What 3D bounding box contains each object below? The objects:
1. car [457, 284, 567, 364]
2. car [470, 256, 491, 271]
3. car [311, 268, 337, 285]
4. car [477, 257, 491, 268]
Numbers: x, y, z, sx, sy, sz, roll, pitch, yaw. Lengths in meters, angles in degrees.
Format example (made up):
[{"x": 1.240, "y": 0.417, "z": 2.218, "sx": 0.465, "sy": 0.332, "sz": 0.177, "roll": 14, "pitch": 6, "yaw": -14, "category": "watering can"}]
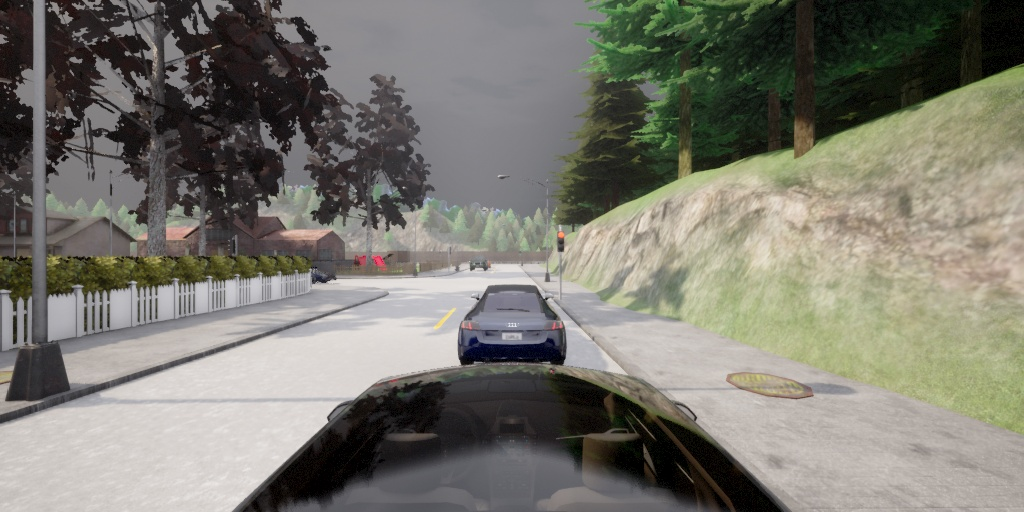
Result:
[{"x": 0.005, "y": 1.314, "z": 8.002, "sx": 1.994, "sy": 1.385, "sz": 4.181, "roll": 0, "pitch": 0, "yaw": 0, "category": "car"}, {"x": -4.529, "y": 0.972, "z": 49.488, "sx": 2.150, "sy": 2.045, "sz": 5.566, "roll": 0, "pitch": 0, "yaw": 0, "category": "car"}, {"x": -15.295, "y": 1.297, "z": 25.191, "sx": 5.357, "sy": 1.411, "sz": 2.033, "roll": 0, "pitch": 0, "yaw": -1, "category": "car"}, {"x": -4.599, "y": 1.102, "z": 59.316, "sx": 2.097, "sy": 1.767, "sz": 4.553, "roll": 0, "pitch": 0, "yaw": 0, "category": "car"}]
